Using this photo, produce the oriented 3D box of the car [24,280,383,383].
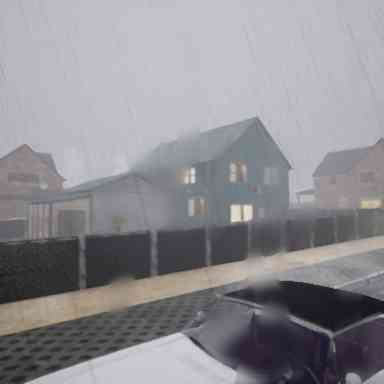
[{"bbox_3d":[0.804,1.704,3.200,4.718,1.301,1.895,0,-2,-36],"label":"car"}]
